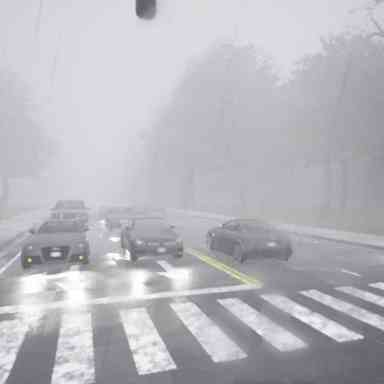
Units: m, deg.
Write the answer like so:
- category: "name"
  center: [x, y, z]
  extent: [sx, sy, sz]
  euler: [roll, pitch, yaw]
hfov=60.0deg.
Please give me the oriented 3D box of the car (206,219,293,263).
- category: "car"
  center: [2.012, 1.720, 12.793]
  extent: [1.994, 1.385, 4.181]
  euler: [0, -1, -18]

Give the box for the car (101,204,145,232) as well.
- category: "car"
  center: [-4.823, 1.768, 22.714]
  extent: [2.128, 1.511, 4.902]
  euler: [0, -1, -18]

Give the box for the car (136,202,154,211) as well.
- category: "car"
  center: [-5.889, 2.050, 37.019]
  extent: [1.895, 1.301, 4.718]
  euler: [0, -1, -18]

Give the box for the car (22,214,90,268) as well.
- category: "car"
  center: [-4.689, 1.708, 11.862]
  extent: [1.994, 1.385, 4.181]
  euler: [0, -1, -18]

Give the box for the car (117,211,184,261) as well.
- category: "car"
  center: [-1.719, 1.687, 13.229]
  extent: [1.812, 1.442, 4.674]
  euler: [0, -1, -18]

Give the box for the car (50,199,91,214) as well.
- category: "car"
  center: [-7.957, 1.487, 21.812]
  extent: [2.150, 2.045, 5.566]
  euler: [0, -1, -19]

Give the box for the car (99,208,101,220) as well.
- category: "car"
  center: [-8.197, 1.966, 33.032]
  extent: [1.994, 1.385, 4.181]
  euler: [0, -1, -18]

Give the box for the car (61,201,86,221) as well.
- category: "car"
  center: [-11.196, 1.738, 31.744]
  extent: [2.097, 1.767, 4.553]
  euler: [0, -1, -18]

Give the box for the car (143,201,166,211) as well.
- category: "car"
  center: [-4.754, 2.074, 43.668]
  extent: [2.033, 1.411, 5.357]
  euler: [0, -1, -18]
